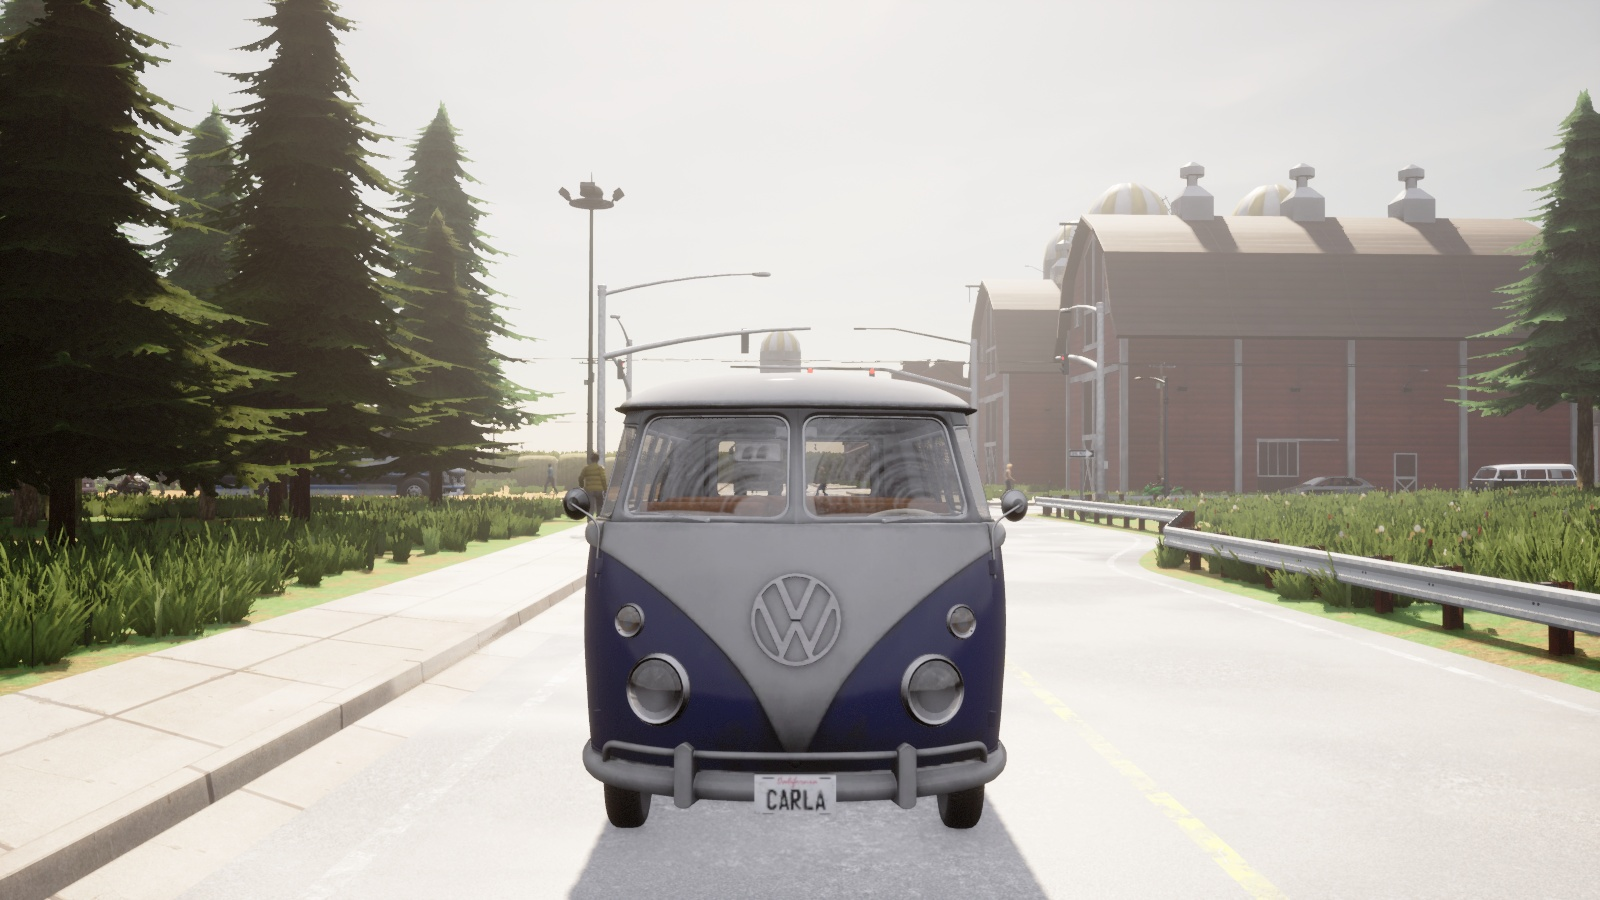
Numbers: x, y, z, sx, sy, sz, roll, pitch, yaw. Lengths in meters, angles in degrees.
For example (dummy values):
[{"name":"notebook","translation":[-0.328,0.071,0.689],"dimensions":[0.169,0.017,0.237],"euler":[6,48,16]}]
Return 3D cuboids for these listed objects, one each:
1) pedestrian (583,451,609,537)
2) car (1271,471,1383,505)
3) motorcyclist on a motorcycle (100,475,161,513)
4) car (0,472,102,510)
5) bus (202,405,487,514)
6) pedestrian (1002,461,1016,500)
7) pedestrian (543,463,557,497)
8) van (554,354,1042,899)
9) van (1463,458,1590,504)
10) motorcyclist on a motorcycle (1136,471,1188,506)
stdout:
[{"name":"pedestrian","translation":[-4.461,0.955,27.475],"dimensions":[0.431,1.840,0.709],"euler":[0,-1,1]},{"name":"car","translation":[23.452,1.699,55.983],"dimensions":[4.193,1.474,1.816],"euler":[0,-1,-1]},{"name":"motorcyclist on a motorcycle","translation":[-27.342,1.792,51.301],"dimensions":[2.044,1.523,0.797],"euler":[0,-1,-1]},{"name":"car","translation":[-32.903,1.787,54.674],"dimensions":[3.988,1.617,1.851],"euler":[0,-1,-1]},{"name":"bus","translation":[-18.437,0.402,51.531],"dimensions":[10.273,4.253,3.944],"euler":[0,-1,-1]},{"name":"pedestrian","translation":[9.966,1.459,59.834],"dimensions":[0.594,1.836,0.345],"euler":[0,-1,1]},{"name":"pedestrian","translation":[-14.228,1.720,71.411],"dimensions":[0.396,1.930,0.692],"euler":[-1,-1,43]},{"name":"van","translation":[-0.024,0.681,6.802],"dimensions":[1.775,1.987,4.442],"euler":[0,-1,0]},{"name":"van","translation":[32.474,1.376,56.197],"dimensions":[4.480,2.038,2.069],"euler":[0,-1,-1]},{"name":"motorcyclist on a motorcycle","translation":[16.080,1.694,55.812],"dimensions":[2.044,1.523,0.797],"euler":[0,-1,-1]}]
